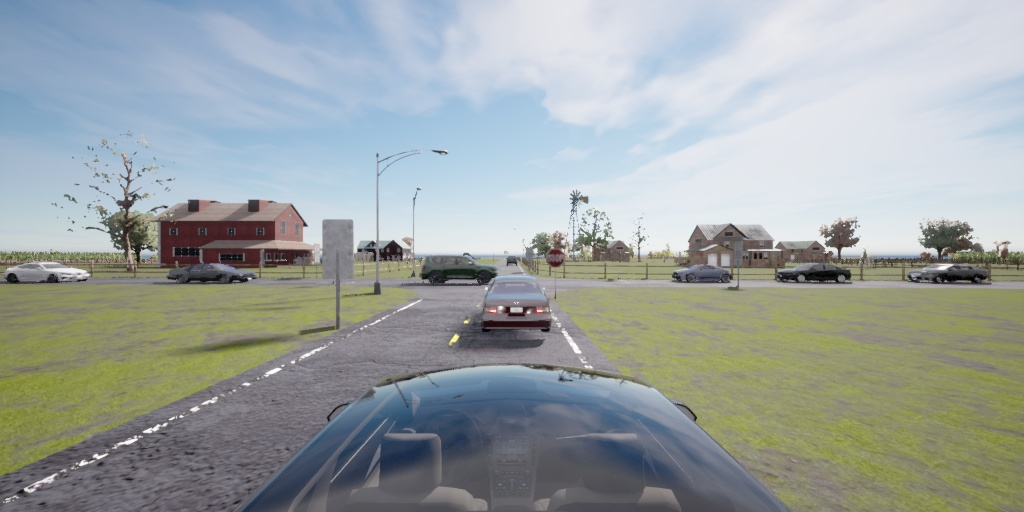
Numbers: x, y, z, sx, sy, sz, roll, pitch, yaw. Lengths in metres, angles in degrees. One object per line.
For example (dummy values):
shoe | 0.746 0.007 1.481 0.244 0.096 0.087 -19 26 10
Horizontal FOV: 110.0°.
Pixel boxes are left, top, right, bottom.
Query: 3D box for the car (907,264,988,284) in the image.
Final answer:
car | 34.118 1.367 28.186 4.902 1.511 2.128 0 0 1

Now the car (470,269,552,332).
car | 0.100 1.297 10.823 2.033 1.411 5.357 0 0 0

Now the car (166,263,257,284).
car | -21.427 1.235 25.674 5.357 1.411 2.033 0 0 1

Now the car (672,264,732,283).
car | 14.941 1.361 28.339 4.181 1.385 1.994 0 0 1

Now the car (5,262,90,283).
car | -33.394 1.182 25.780 4.674 1.442 1.812 1 0 1

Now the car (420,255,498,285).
car | -3.658 0.969 25.538 5.566 2.045 2.150 0 0 0

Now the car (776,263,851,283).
car | 23.708 1.308 28.278 5.008 1.535 1.882 0 0 0
